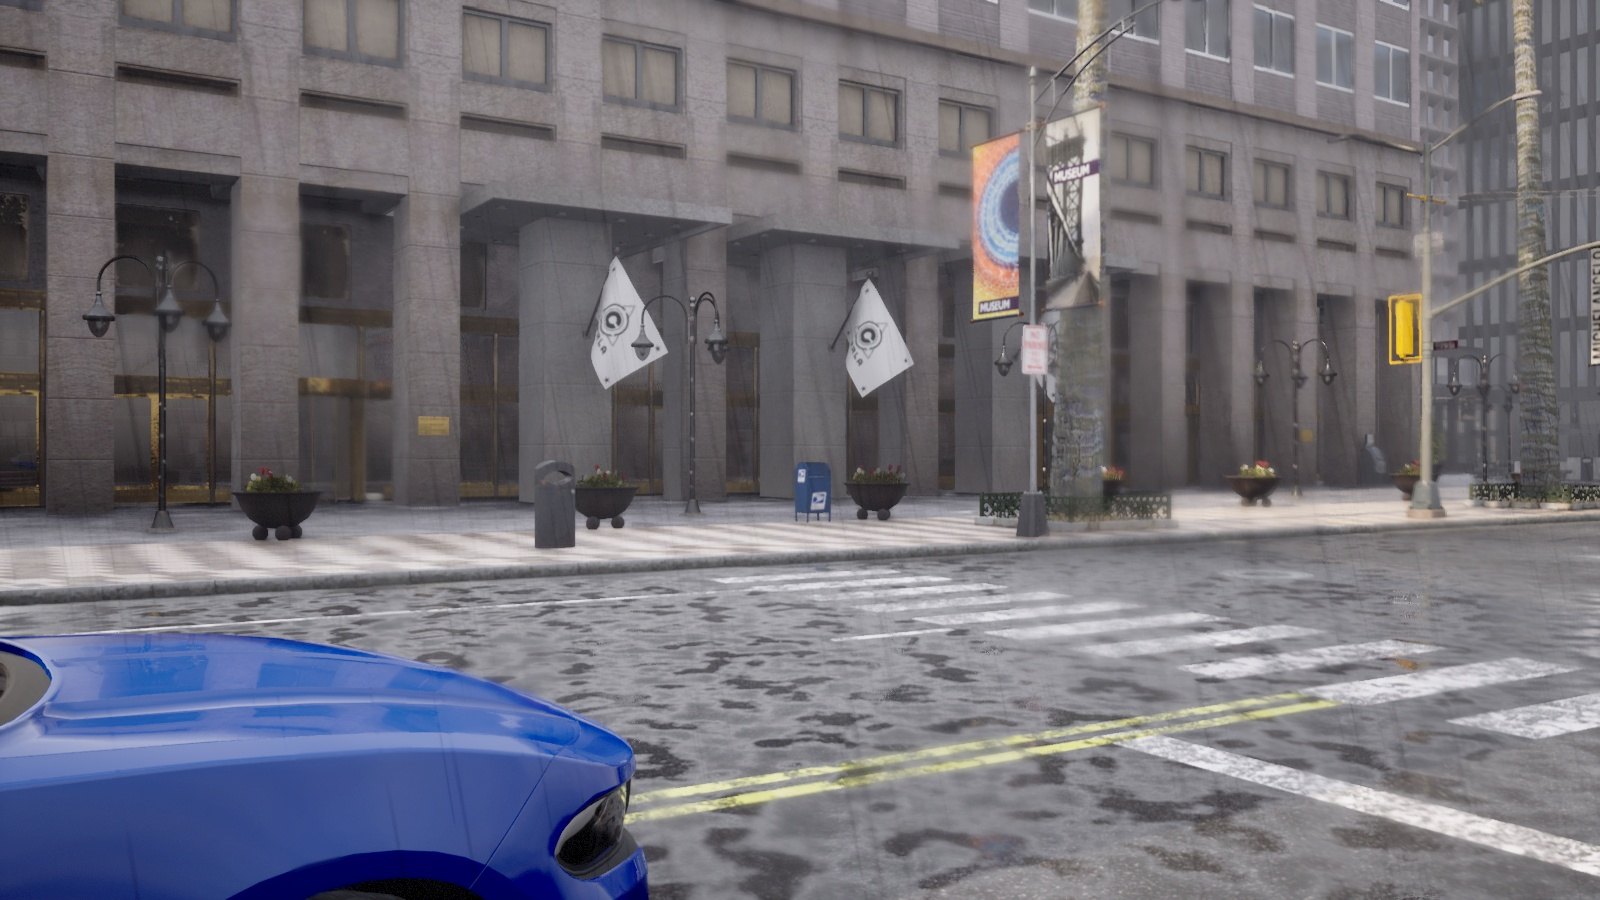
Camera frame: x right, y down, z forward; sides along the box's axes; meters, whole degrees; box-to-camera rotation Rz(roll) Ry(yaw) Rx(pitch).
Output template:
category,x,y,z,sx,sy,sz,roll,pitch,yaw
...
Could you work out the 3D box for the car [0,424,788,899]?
category,x,y,z,sx,sy,sz,roll,pitch,yaw
car,-2.603,0.735,1.896,5.008,1.535,1.882,0,0,-36
